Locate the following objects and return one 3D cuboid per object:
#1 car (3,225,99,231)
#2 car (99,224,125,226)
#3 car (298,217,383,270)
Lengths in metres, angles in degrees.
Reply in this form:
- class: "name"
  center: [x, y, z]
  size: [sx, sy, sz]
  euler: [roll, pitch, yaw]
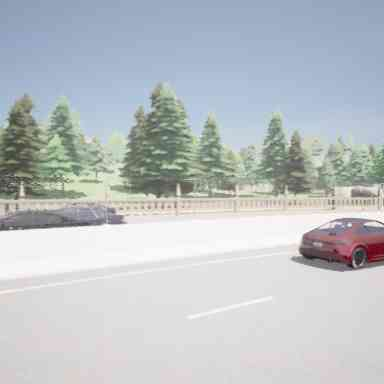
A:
- class: "car"
  center: [-6.278, 1.425, 12.194]
  size: [5.008, 1.535, 1.882]
  euler: [0, 0, -34]
- class: "car"
  center: [-5.999, 1.482, 16.620]
  size: [5.357, 1.411, 2.033]
  euler: [0, 0, -32]
- class: "car"
  center: [5.542, 1.539, 10.957]
  size: [4.181, 1.385, 1.994]
  euler: [0, 0, -29]
